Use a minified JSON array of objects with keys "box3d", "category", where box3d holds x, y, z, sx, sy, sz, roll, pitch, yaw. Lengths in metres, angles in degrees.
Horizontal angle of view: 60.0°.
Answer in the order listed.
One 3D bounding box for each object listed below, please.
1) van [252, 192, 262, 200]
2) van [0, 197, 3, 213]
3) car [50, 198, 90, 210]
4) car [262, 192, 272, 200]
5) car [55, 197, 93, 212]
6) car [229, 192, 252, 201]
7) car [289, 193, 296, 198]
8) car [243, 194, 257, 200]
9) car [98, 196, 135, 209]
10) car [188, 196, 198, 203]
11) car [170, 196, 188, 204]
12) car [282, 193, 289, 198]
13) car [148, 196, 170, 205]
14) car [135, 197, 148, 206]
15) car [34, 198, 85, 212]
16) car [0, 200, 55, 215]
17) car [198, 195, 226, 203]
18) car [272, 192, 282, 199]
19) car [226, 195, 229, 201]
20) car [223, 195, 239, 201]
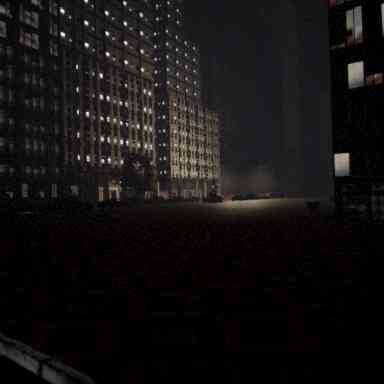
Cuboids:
[{"box3d":[12.949,0.965,71.761,1.690,1.788,3.998,-2,-1,35],"category":"van"},{"box3d":[-22.290,1.443,34.873,1.690,1.788,3.998,-2,-1,35],"category":"van"},{"box3d":[-16.032,1.572,43.942,1.752,1.417,4.829,-2,-1,35],"category":"car"},{"box3d":[16.138,1.040,76.347,1.967,1.590,4.097,-2,-1,35],"category":"car"},{"box3d":[-12.450,1.265,35.008,1.967,1.590,4.097,-2,-1,35],"category":"car"},{"box3d":[9.754,1.087,67.182,1.967,1.590,4.097,-2,-1,35],"category":"car"},{"box3d":[25.805,1.059,90.239,1.752,1.417,4.829,-2,-1,35],"category":"car"},{"box3d":[15.817,1.353,90.137,1.887,1.381,4.507,-2,-1,35],"category":"car"},{"box3d":[-9.277,1.379,39.605,1.802,1.307,4.206,-2,-1,35],"category":"car"},{"box3d":[-0.059,1.470,67.109,2.008,1.369,4.403,-2,-1,35],"category":"car"},{"box3d":[-3.234,1.488,62.503,1.887,1.381,4.507,-2,-1,35],"category":"car"},{"box3d":[22.540,1.121,85.500,1.947,1.339,4.313,-2,-1,35],"category":"car"},{"box3d":[-6.412,1.408,57.899,1.967,1.590,4.097,-2,-1,35],"category":"car"},{"box3d":[-9.302,1.431,49.089,1.837,1.490,4.892,-2,-1,35],"category":"car"},{"box3d":[-15.737,1.530,39.778,2.033,1.411,5.357,-2,-1,35],"category":"car"},{"box3d":[-15.521,1.377,30.550,1.752,1.417,4.829,-2,-1,35],"category":"car"},{"box3d":[3.507,1.219,58.129,1.752,1.417,4.829,-2,-1,35],"category":"car"},{"box3d":[19.327,0.893,80.931,2.192,1.841,5.009,-2,-1,35],"category":"car"},{"box3d":[6.289,1.314,76.321,1.967,1.590,4.097,-2,-1,35],"category":"car"},{"box3d":[9.467,1.396,80.926,1.887,1.381,4.507,-2,-1,35],"category":"car"}]
